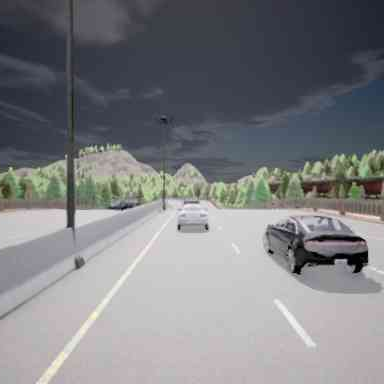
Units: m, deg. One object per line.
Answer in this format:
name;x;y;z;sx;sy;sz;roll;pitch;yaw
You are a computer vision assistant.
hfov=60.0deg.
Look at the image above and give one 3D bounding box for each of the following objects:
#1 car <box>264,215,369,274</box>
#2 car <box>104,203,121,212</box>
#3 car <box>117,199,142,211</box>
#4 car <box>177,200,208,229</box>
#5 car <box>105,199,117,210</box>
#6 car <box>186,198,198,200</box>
car;3.571;1.460;10.406;2.128;1.511;4.902;0;0;0
car;-14.176;2.764;59.745;1.994;1.385;4.181;0;-6;0
car;-7.182;1.547;40.211;2.033;1.411;5.357;0;-1;0
car;0.051;1.471;20.970;1.812;1.442;4.674;0;0;0
car;-10.682;1.780;47.635;2.128;1.511;4.902;0;-3;0
car;0.008;1.454;38.946;2.128;1.511;4.902;0;-1;0
